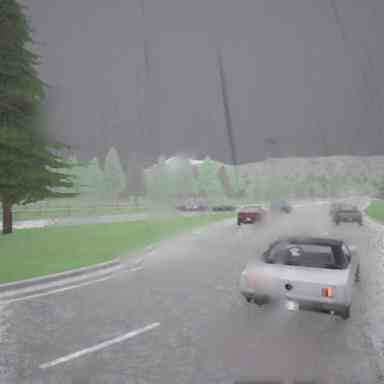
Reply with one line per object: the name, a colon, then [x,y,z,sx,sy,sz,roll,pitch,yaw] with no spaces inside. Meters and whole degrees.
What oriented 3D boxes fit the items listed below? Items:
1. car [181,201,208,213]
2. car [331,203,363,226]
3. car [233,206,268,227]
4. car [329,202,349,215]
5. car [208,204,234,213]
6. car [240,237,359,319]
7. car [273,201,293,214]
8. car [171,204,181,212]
car: [0.907,2.213,50.503,2.097,1.767,4.553,-1,-1,33]
car: [12.175,1.797,26.255,2.128,1.511,4.902,-1,-1,19]
car: [4.949,1.881,26.787,1.882,1.535,5.008,-1,-1,18]
car: [18.403,2.035,41.558,2.033,1.411,5.357,-1,-1,25]
car: [4.734,2.404,49.957,1.895,1.301,4.718,-1,-1,33]
car: [2.779,1.706,7.743,1.895,1.301,4.718,-1,-1,29]
car: [12.299,1.975,44.940,2.097,1.767,4.553,-1,-1,25]
car: [-1.358,2.540,53.408,1.895,1.301,4.718,-1,-1,33]
